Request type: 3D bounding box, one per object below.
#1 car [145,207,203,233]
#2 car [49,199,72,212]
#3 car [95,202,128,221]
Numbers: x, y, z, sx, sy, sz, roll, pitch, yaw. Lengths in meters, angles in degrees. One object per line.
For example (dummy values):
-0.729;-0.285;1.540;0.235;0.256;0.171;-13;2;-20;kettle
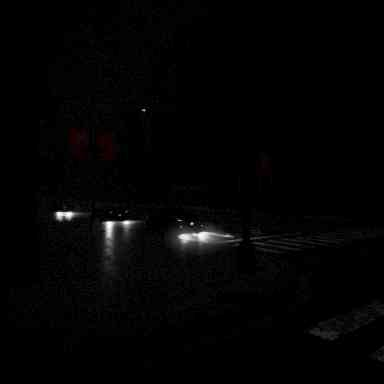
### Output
-1.169;1.619;20.372;1.994;1.385;4.181;0;0;-36;car
-16.670;1.649;42.000;2.128;1.511;4.902;0;0;-35;car
-7.159;1.620;28.713;1.812;1.442;4.674;0;0;-36;car
